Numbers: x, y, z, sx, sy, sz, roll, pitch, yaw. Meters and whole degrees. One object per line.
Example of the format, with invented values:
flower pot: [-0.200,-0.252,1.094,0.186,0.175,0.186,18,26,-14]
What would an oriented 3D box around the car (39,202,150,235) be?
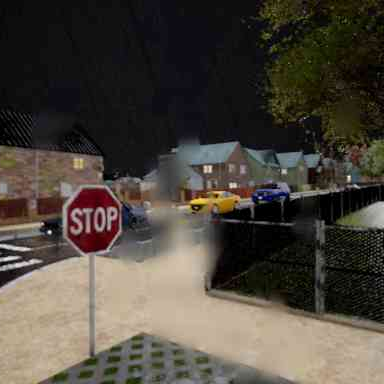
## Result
car: [-4.346,1.168,15.823,2.033,1.411,5.357,-1,2,35]

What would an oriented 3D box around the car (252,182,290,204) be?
car: [7.884,0.094,32.822,2.150,2.045,5.566,-1,2,36]

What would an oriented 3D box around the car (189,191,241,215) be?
car: [1.749,0.721,24.316,1.882,1.535,5.008,-1,2,36]

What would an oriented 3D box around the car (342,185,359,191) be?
car: [24.232,-0.429,50.466,1.994,1.385,4.181,-1,1,36]
